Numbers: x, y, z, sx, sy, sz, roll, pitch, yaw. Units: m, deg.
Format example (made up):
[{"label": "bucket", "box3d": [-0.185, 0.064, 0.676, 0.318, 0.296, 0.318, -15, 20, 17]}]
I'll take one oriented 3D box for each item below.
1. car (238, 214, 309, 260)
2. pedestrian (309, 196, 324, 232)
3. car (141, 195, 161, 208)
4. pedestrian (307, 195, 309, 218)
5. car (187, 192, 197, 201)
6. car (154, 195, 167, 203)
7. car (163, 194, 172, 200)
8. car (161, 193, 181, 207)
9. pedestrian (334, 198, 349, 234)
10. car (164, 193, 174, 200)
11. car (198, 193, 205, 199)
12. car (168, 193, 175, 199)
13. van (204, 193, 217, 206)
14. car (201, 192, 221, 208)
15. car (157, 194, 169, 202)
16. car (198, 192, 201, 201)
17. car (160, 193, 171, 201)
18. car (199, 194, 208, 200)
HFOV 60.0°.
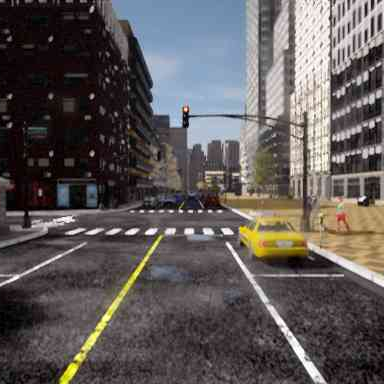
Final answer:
[{"label": "car", "box3d": [2.684, 1.457, 11.946, 1.752, 1.417, 4.829, 0, 0, 0]}, {"label": "pedestrian", "box3d": [6.165, 1.049, 16.454, 0.375, 1.860, 0.375, 0, 1, 0]}, {"label": "car", "box3d": [-5.700, 1.316, 44.187, 2.008, 1.369, 4.403, 0, 0, 0]}, {"label": "pedestrian", "box3d": [6.131, 1.042, 17.654, 0.375, 1.860, 0.375, 0, 1, 0]}, {"label": "car", "box3d": [-0.012, 1.194, 73.380, 1.994, 1.385, 4.181, 0, 0, 0]}, {"label": "car", "box3d": [-5.703, 1.243, 60.767, 2.008, 1.369, 4.403, 0, 0, 0]}, {"label": "car", "box3d": [-5.706, 1.208, 77.347, 1.802, 1.307, 4.206, 0, 0, 0]}, {"label": "car", "box3d": [-3.095, 1.298, 47.196, 2.033, 1.411, 5.357, 0, 0, 0]}, {"label": "pedestrian", "box3d": [7.666, 1.176, 17.055, 0.375, 1.860, 0.375, 0, 1, 0]}, {"label": "car", "box3d": [-5.708, 1.045, 82.873, 1.967, 1.590, 4.097, 0, 0, 0]}, {"label": "car", "box3d": [2.671, 1.090, 94.097, 1.752, 1.417, 4.829, 0, 0, 0]}, {"label": "car", "box3d": [-5.709, 1.091, 93.756, 1.752, 1.417, 4.829, 0, 0, 0]}, {"label": "van", "box3d": [2.677, 1.080, 49.713, 1.690, 1.788, 3.998, 0, 0, 0]}, {"label": "car", "box3d": [2.678, 1.080, 44.187, 2.192, 1.841, 5.009, 0, 0, 0]}, {"label": "car", "box3d": [-5.705, 1.214, 66.292, 1.887, 1.381, 4.507, 0, 0, 0]}, {"label": "car", "box3d": [2.674, 0.985, 66.293, 2.192, 1.841, 5.009, 0, 0, 0]}, {"label": "car", "box3d": [-5.706, 1.088, 71.820, 1.967, 1.590, 4.097, 0, 0, 0]}, {"label": "car", "box3d": [2.674, 1.171, 77.348, 1.887, 1.381, 4.507, 0, 0, 0]}]
